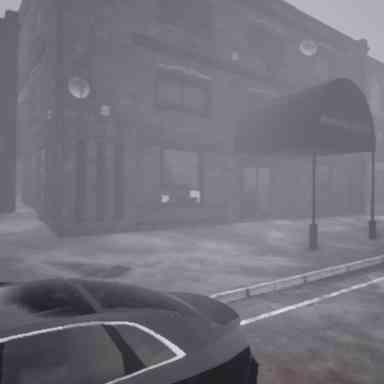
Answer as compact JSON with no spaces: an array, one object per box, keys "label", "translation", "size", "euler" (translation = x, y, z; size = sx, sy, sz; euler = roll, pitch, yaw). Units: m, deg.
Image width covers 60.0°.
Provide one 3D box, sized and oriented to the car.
[{"label":"car","translation":[-1.685,1.504,2.177],"size":[4.892,1.490,1.837],"euler":[0,0,-36]}]
